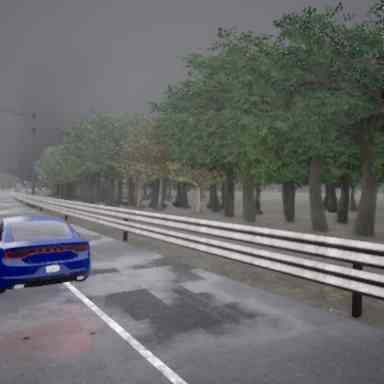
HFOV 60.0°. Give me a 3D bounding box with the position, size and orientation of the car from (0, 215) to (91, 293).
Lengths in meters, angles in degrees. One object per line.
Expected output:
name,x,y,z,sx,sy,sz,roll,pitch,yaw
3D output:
car,-4.199,1.345,8.667,1.882,1.535,5.008,0,1,-35
